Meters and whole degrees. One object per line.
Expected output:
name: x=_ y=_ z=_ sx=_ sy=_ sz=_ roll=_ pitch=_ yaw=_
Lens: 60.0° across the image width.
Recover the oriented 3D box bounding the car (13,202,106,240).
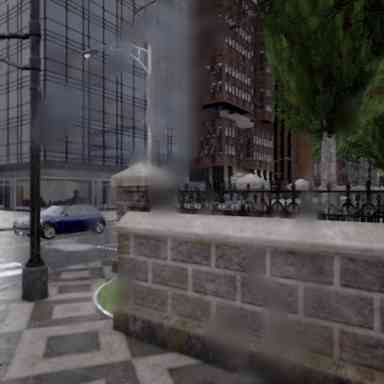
car: x=-6.930 y=1.435 z=17.864 sx=2.097 sy=1.767 sz=4.553 roll=0 pitch=0 yaw=36

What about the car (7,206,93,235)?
car: x=-8.499 y=1.641 z=20.251 sx=2.008 sy=1.369 sz=4.403 roll=0 pitch=-1 yaw=36
